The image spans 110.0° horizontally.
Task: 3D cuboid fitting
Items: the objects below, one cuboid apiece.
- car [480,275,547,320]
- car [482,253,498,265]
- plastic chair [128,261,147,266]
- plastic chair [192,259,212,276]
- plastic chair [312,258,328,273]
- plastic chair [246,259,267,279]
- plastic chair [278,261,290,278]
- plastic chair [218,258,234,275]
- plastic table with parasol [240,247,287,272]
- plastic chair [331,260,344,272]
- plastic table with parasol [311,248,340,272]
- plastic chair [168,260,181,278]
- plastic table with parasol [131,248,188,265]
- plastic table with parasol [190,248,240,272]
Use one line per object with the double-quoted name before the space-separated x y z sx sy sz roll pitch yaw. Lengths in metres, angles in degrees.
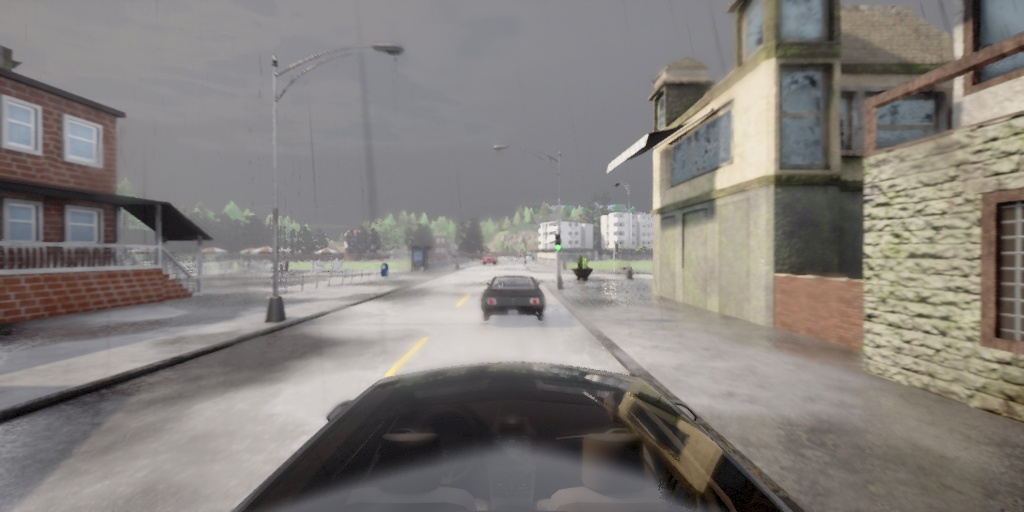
"car" 0.057 1.283 12.222 1.895 1.301 4.718 0 0 0
"car" -4.032 0.573 63.514 2.150 2.045 5.566 0 0 0
"plastic chair" -26.706 1.126 25.403 0.750 1.272 0.730 0 0 0
"plastic chair" -27.007 1.088 31.203 0.750 1.272 0.730 0 0 0
"plastic chair" -19.207 1.059 35.904 0.750 1.272 0.730 0 0 0
"plastic chair" -20.006 1.109 28.104 0.750 1.272 0.730 0 0 0
"plastic chair" -18.706 1.101 29.304 0.730 1.272 0.750 0 0 0
"plastic chair" -25.707 1.081 32.403 0.730 1.272 0.750 0 0 0
"plastic table with parasol" -19.926 0.496 29.424 2.482 2.480 2.482 0 0 0
"plastic chair" -17.907 1.051 37.104 0.730 1.272 0.750 0 0 0
"plastic table with parasol" -19.177 0.446 37.244 2.482 2.480 2.482 0 0 0
"plastic chair" -25.338 1.118 26.607 0.730 1.272 0.750 0 0 -1
"plastic table with parasol" -26.516 0.514 26.533 2.482 2.480 2.482 0 0 0
"plastic table with parasol" -26.907 0.476 32.453 2.482 2.480 2.482 0 0 0
